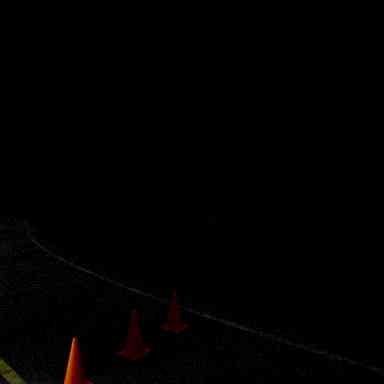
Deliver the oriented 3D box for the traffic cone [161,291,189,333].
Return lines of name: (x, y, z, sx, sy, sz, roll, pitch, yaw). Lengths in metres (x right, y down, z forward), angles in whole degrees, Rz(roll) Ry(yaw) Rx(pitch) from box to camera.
traffic cone: (-0.281, 1.931, 5.464, 0.340, 0.580, 0.340, 1, 1, 31)

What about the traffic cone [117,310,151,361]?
traffic cone: (-0.800, 1.938, 4.613, 0.340, 0.580, 0.340, 1, 1, 31)

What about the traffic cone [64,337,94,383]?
traffic cone: (-1.318, 1.945, 3.762, 0.340, 0.580, 0.340, 1, 1, 31)
